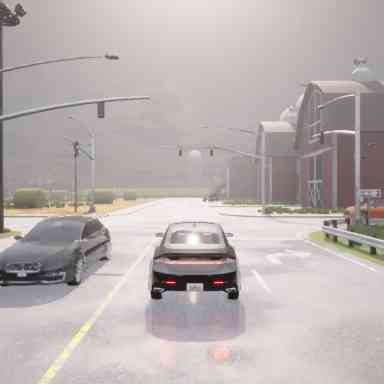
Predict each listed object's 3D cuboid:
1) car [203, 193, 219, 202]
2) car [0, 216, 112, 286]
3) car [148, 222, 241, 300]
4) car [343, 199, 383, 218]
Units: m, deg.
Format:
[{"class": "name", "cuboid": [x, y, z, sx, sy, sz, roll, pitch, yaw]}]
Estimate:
[{"class": "car", "cuboid": [4.138, 1.144, 72.662, 1.905, 1.878, 3.866, -8, 3, -42]}, {"class": "car", "cuboid": [-3.624, 1.505, 9.497, 1.837, 1.490, 4.892, 0, 0, 0]}, {"class": "car", "cuboid": [0.064, 1.492, 8.395, 2.128, 1.511, 4.902, 0, 0, 0]}, {"class": "car", "cuboid": [14.545, 1.379, 26.485, 4.553, 1.767, 2.097, 0, 0, 1]}]
